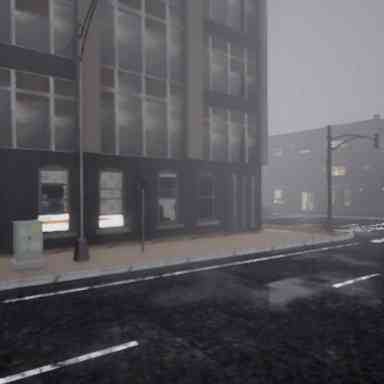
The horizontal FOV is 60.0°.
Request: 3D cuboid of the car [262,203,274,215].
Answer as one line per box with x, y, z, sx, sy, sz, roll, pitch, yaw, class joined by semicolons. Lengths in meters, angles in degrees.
7.764;2.000;39.838;2.008;1.369;4.403;-2;0;-37;car
